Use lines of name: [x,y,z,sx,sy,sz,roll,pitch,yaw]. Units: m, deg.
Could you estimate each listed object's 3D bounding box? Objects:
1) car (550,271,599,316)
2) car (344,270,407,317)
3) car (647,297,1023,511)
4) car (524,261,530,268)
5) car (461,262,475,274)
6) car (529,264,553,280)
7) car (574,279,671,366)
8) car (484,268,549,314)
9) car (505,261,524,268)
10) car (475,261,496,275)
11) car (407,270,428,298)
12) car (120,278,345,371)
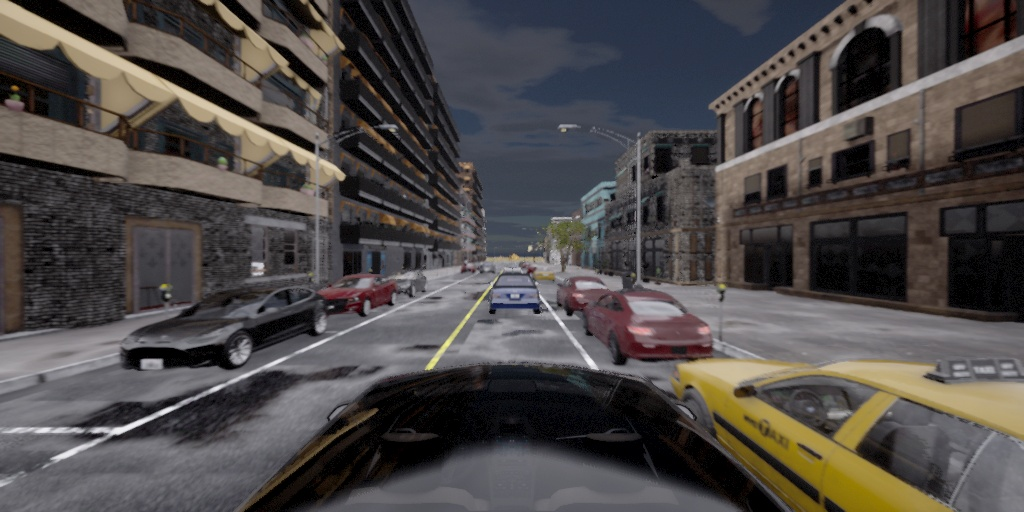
car: [2.685,1.407,13.502,1.802,1.307,4.207,0,0,0]
car: [-5.695,1.371,13.528,1.888,1.381,4.507,0,0,0]
car: [2.689,1.278,2.317,1.751,1.417,4.829,0,0,0]
car: [2.678,1.555,41.888,1.888,1.381,4.507,0,0,0]
car: [-5.704,1.593,47.592,1.888,1.381,4.507,0,0,0]
car: [2.682,1.461,30.703,1.751,1.417,4.829,0,0,0]
car: [2.687,1.371,7.824,1.802,1.307,4.207,0,0,0]
car: [0.097,1.378,14.270,2.033,1.411,5.357,0,0,0]
car: [0.090,1.614,42.355,1.895,1.301,4.718,0,0,0]
car: [-3.027,1.525,45.224,2.128,1.511,4.902,0,-1,0]
car: [-5.696,1.413,19.205,2.007,1.370,4.403,0,0,0]
car: [-5.694,1.355,7.850,1.948,1.339,4.313,0,0,0]
